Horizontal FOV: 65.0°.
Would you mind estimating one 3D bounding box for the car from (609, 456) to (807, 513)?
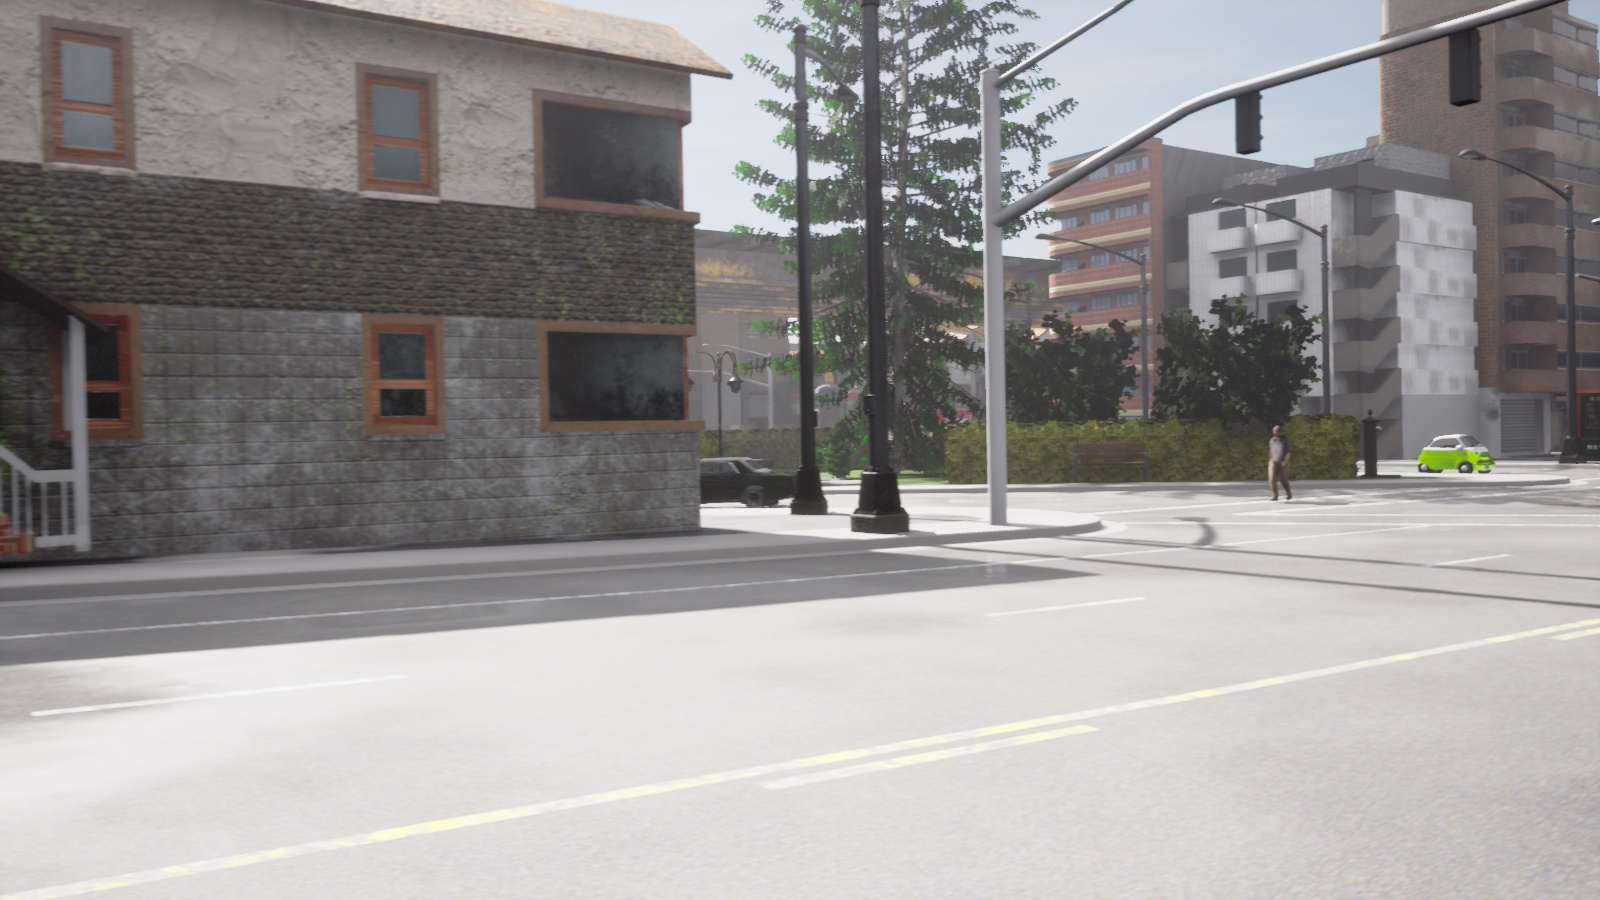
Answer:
[{"bbox_3d":[-2.326,0.867,32.252,4.718,1.301,1.895,-1,1,11],"label":"car"}]

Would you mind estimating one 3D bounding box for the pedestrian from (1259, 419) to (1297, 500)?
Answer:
[{"bbox_3d":[11.186,0.218,29.364,0.694,1.848,0.540,-2,1,-43],"label":"pedestrian"}]

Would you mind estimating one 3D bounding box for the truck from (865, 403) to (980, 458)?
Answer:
[{"bbox_3d":[9.080,-1.483,92.334,8.468,3.827,2.891,-2,1,-35],"label":"truck"}]

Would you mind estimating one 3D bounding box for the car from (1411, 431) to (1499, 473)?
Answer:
[{"bbox_3d":[22.475,0.061,43.136,1.481,1.376,2.207,-2,1,-34],"label":"car"}]
